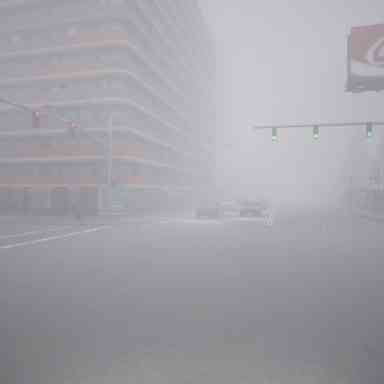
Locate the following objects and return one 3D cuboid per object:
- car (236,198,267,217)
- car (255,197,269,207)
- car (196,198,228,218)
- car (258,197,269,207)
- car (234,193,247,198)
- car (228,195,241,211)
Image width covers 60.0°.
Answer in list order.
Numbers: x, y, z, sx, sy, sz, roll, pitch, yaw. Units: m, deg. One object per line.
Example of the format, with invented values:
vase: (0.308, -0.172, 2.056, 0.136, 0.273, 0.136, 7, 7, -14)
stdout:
car: (5.754, 1.547, 31.823, 2.033, 1.411, 5.357, 0, 0, 15)
car: (10.927, 1.505, 51.466, 1.837, 1.490, 4.892, 0, 0, 15)
car: (1.694, 1.478, 30.151, 1.882, 1.535, 5.008, 0, 0, 15)
car: (8.370, 1.526, 41.771, 1.812, 1.442, 4.674, 0, 0, 15)
car: (7.582, 1.220, 52.556, 2.150, 2.045, 5.566, 0, 0, 14)
car: (4.323, 1.478, 40.150, 1.882, 1.535, 5.008, 0, 0, 15)
